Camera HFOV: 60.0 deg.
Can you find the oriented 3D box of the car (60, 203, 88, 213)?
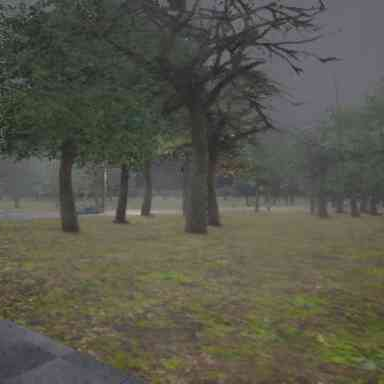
[{"bbox_3d":[-21.968,2.976,62.089,2.097,1.767,4.553,1,-2,36],"label":"car"}]

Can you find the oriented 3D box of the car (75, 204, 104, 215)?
[{"bbox_3d":[-17.537,3.165,56.263,2.033,1.411,5.357,1,-1,36],"label":"car"}]
